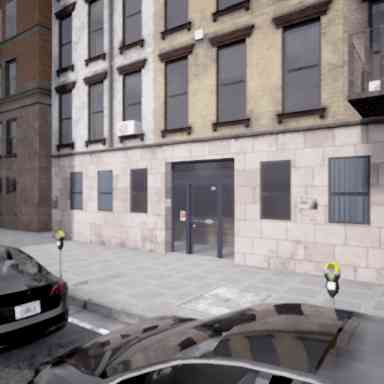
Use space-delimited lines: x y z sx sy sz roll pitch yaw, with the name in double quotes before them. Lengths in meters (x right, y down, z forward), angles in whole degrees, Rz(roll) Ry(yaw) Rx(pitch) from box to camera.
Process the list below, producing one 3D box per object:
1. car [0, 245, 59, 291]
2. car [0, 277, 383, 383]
"car" -3.825 1.568 5.541 4.313 1.339 1.947 0 0 36
"car" 0.580 1.566 2.395 4.313 1.339 1.947 0 0 36
